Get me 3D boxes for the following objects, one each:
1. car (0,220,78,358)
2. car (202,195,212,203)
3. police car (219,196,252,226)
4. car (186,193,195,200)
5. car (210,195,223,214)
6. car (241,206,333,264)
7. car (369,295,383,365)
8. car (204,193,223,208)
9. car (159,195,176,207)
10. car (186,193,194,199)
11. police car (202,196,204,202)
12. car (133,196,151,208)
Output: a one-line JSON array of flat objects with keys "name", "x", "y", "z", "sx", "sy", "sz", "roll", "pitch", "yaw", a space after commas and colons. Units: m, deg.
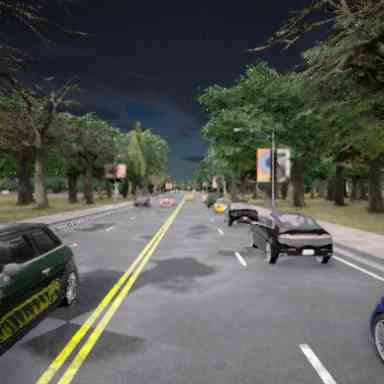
[{"name": "car", "x": -3.356, "y": 1.340, "z": 4.854, "sx": 2.097, "sy": 1.767, "sz": 4.553, "roll": 0, "pitch": 0, "yaw": 0}, {"name": "car", "x": 2.981, "y": 1.303, "z": 66.701, "sx": 1.812, "sy": 1.442, "sz": 4.674, "roll": 0, "pitch": 0, "yaw": 0}, {"name": "police car", "x": 3.209, "y": 1.361, "z": 22.790, "sx": 1.930, "sy": 1.638, "sz": 5.238, "roll": 0, "pitch": 0, "yaw": 0}, {"name": "car", "x": -0.338, "y": 1.085, "z": 75.898, "sx": 1.882, "sy": 1.535, "sz": 5.008, "roll": 0, "pitch": 0, "yaw": -1}, {"name": "car", "x": 3.170, "y": 1.355, "z": 33.875, "sx": 1.801, "sy": 1.575, "sz": 5.366, "roll": 0, "pitch": 0, "yaw": 0}, {"name": "car", "x": 3.236, "y": 1.461, "z": 11.675, "sx": 2.128, "sy": 1.511, "sz": 4.902, "roll": 0, "pitch": 0, "yaw": 0}, {"name": "car", "x": 3.348, "y": 1.519, "z": 2.647, "sx": 1.812, "sy": 1.442, "sz": 4.674, "roll": 0, "pitch": 0, "yaw": 0}, {"name": "car", "x": 3.119, "y": 1.082, "z": 44.720, "sx": 2.150, "sy": 2.045, "sz": 5.566, "roll": 0, "pitch": 0, "yaw": 0}, {"name": "car", "x": -3.470, "y": 1.202, "z": 47.384, "sx": 2.097, "sy": 1.767, "sz": 4.553, "roll": 0, "pitch": 0, "yaw": 0}, {"name": "car", "x": -0.520, "y": 1.156, "z": 94.877, "sx": 2.128, "sy": 1.511, "sz": 4.902, "roll": 0, "pitch": 0, "yaw": -1}, {"name": "police car", "x": 3.055, "y": 1.326, "z": 55.696, "sx": 2.038, "sy": 1.542, "sz": 4.974, "roll": 0, "pitch": 0, "yaw": 0}, {"name": "car", "x": -6.713, "y": 1.336, "z": 45.136, "sx": 1.882, "sy": 1.535, "sz": 5.008, "roll": 0, "pitch": 0, "yaw": 0}]
